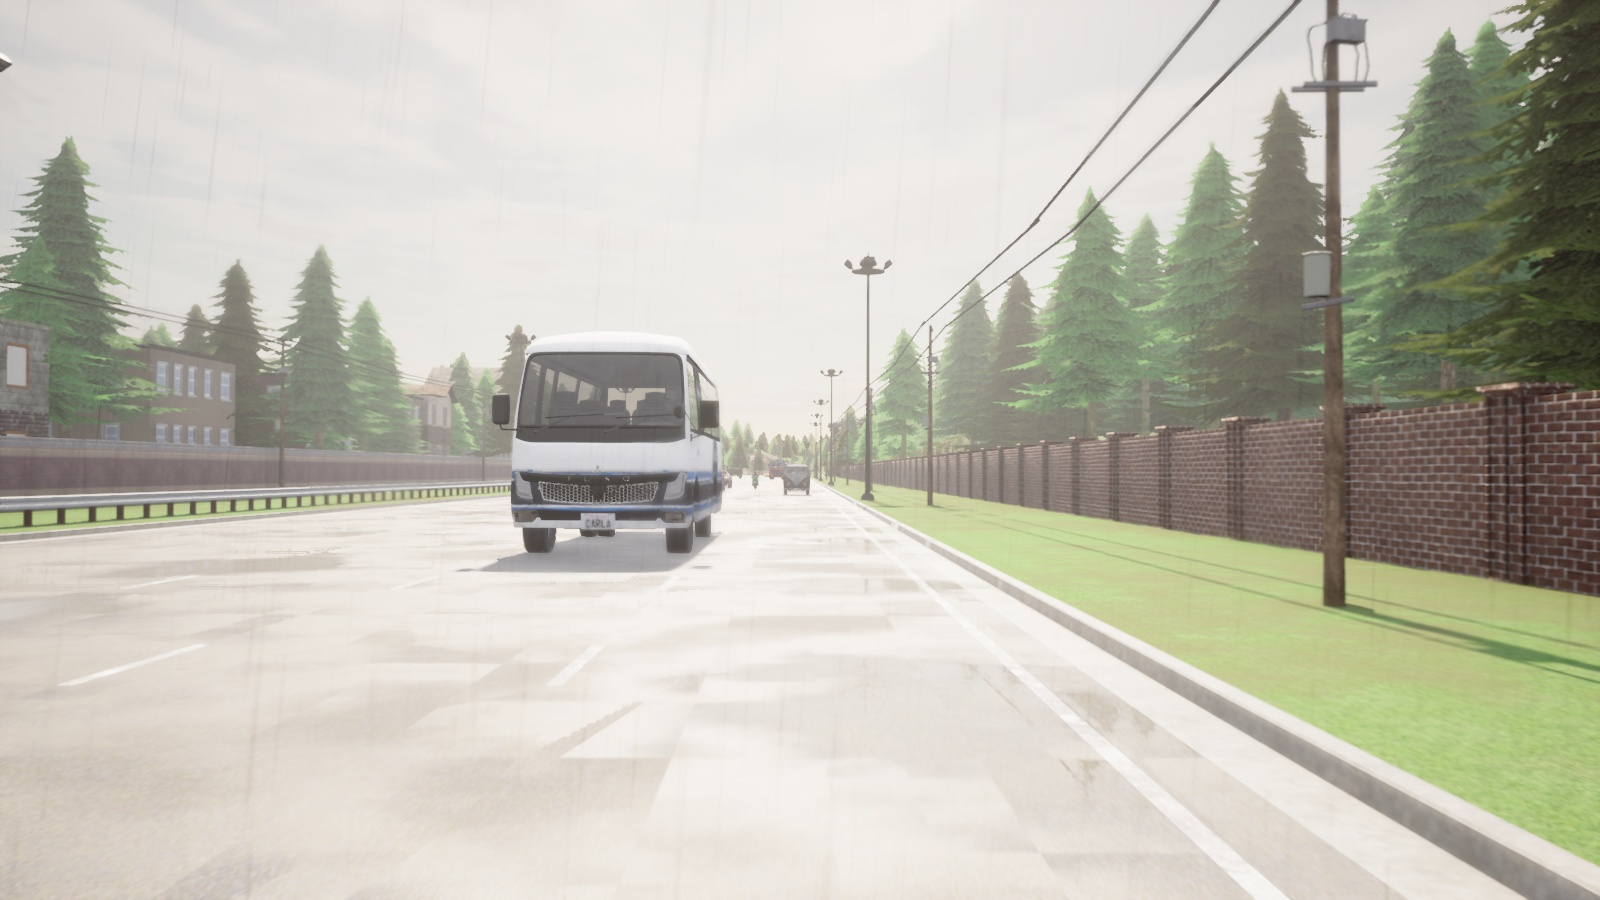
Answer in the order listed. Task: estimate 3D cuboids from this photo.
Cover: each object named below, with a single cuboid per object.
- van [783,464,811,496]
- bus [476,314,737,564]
[{"bbox_3d":[-0.197,1.938,81.843,1.775,1.987,4.442,0,-1,0],"label":"van"},{"bbox_3d":[-3.569,-0.103,26.569,3.944,4.253,10.273,0,-1,0],"label":"bus"}]
